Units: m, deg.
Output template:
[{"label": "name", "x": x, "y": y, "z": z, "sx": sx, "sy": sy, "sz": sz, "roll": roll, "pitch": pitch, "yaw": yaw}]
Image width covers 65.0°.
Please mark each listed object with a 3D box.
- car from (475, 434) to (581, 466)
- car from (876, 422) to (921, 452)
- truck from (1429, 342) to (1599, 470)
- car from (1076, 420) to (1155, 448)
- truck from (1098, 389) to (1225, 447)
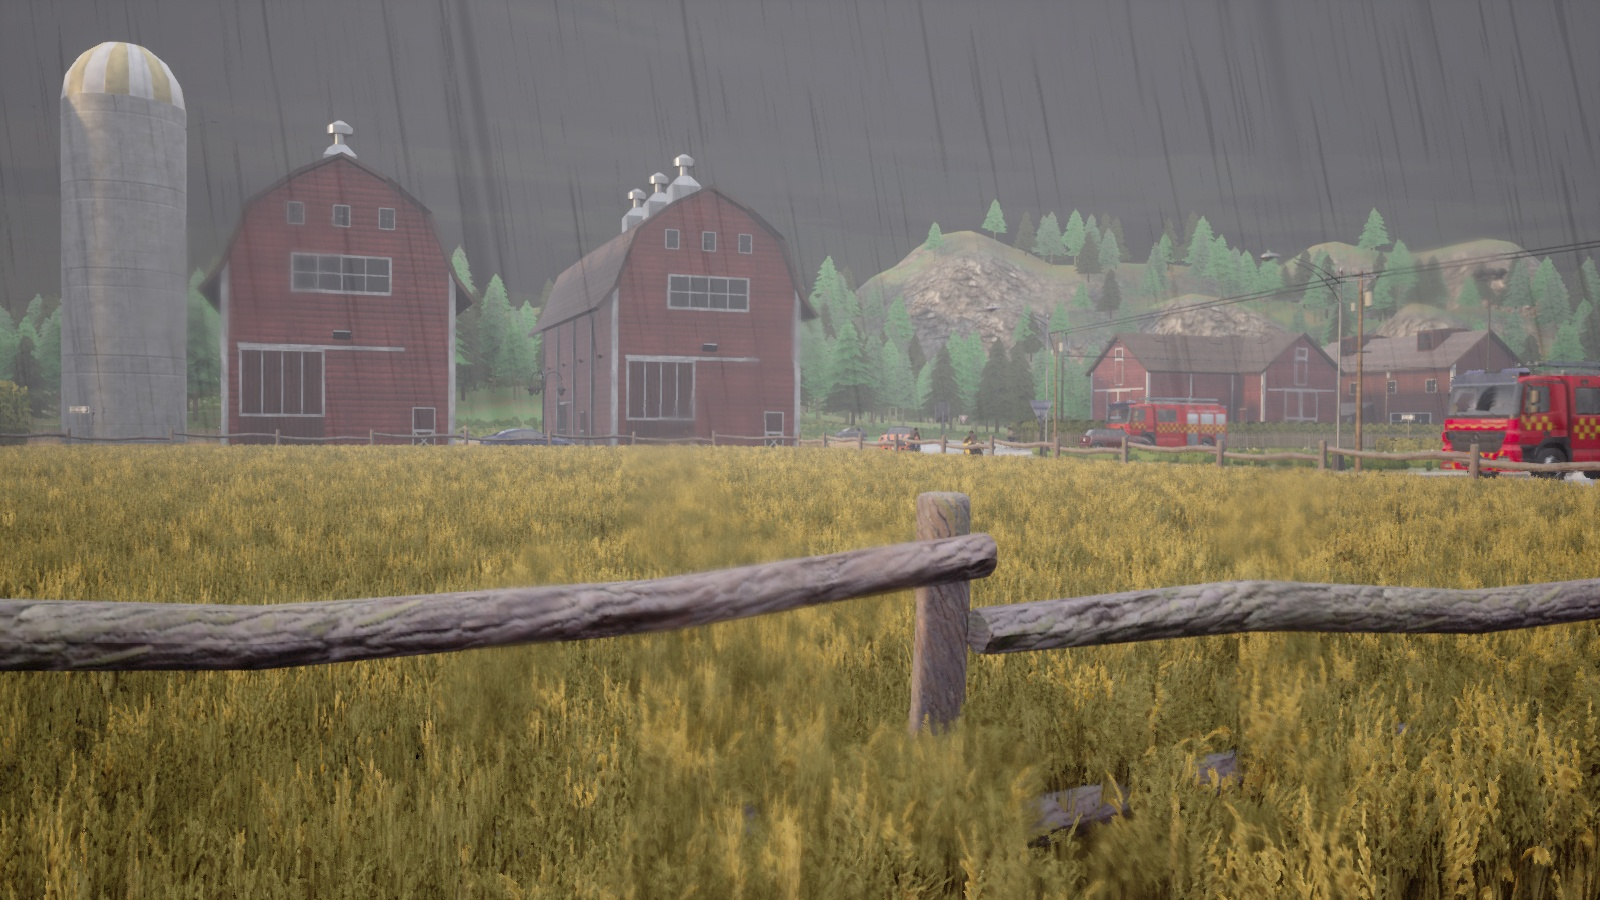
[{"label": "car", "x": -13.063, "y": -0.034, "z": 60.391, "sx": 4.674, "sy": 1.442, "sz": 1.812, "roll": -1, "pitch": 1, "yaw": -24}, {"label": "car", "x": 6.135, "y": -0.838, "z": 77.430, "sx": 2.097, "sy": 1.767, "sz": 4.553, "roll": -1, "pitch": 1, "yaw": 13}, {"label": "truck", "x": 24.690, "y": -1.416, "z": 40.340, "sx": 8.468, "sy": 3.827, "sz": 2.891, "roll": -1, "pitch": 1, "yaw": -19}, {"label": "car", "x": 20.587, "y": -1.068, "z": 81.978, "sx": 4.553, "sy": 1.767, "sz": 2.097, "roll": -1, "pitch": 1, "yaw": -9}, {"label": "truck", "x": 25.116, "y": -2.249, "z": 87.208, "sx": 8.468, "sy": 3.827, "sz": 2.891, "roll": -1, "pitch": 1, "yaw": -21}]
